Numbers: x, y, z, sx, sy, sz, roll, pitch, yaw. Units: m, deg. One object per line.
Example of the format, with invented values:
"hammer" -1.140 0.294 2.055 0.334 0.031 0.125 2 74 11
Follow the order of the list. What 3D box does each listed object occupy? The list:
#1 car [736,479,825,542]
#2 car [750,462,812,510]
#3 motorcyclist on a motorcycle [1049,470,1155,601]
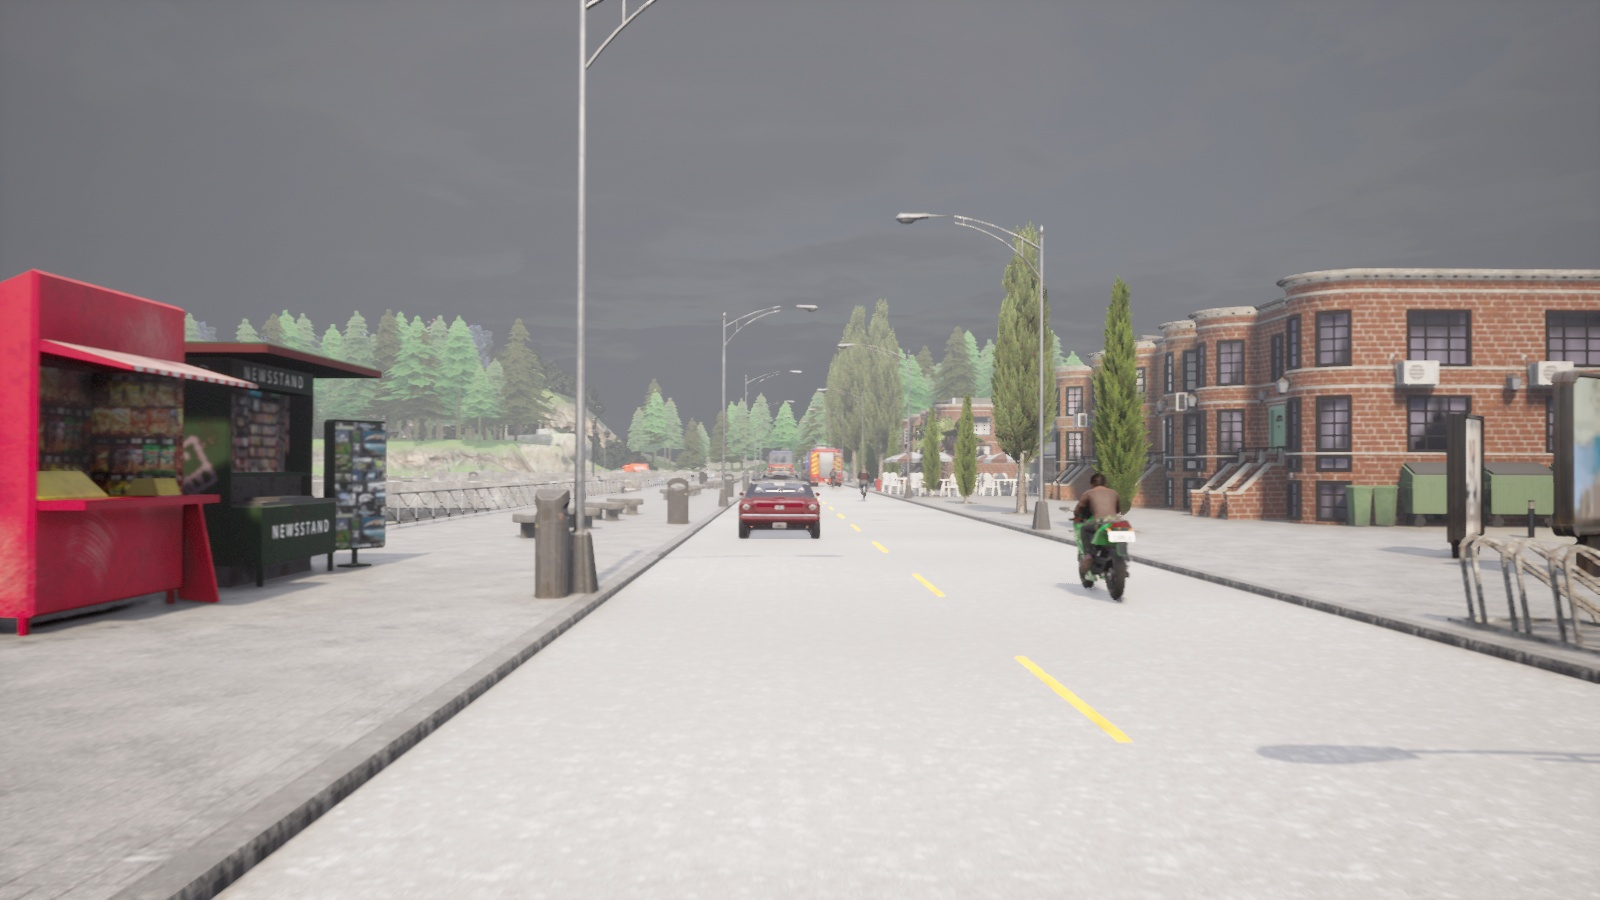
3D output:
"car" -0.454 1.358 29.425 1.895 1.301 4.718 0 -1 -1
"car" -0.698 1.296 46.572 2.152 1.651 5.027 0 -1 -1
"motorcyclist on a motorcycle" 3.744 1.017 15.726 0.797 1.523 2.044 0 -1 -1
